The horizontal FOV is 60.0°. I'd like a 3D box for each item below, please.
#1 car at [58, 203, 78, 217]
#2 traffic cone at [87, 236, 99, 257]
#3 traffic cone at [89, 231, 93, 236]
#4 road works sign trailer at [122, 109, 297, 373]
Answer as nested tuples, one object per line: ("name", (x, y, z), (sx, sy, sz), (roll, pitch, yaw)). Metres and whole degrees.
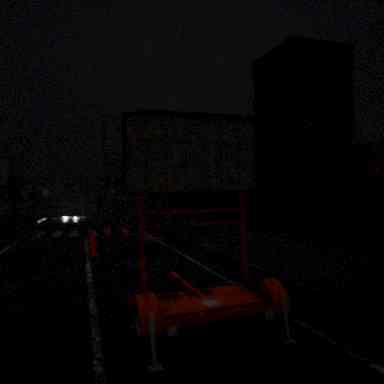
("car", (-16.420, 2.580, 44.676), (1.994, 1.385, 4.181), (-1, -1, -18))
("traffic cone", (-3.607, 2.039, 12.195), (0.340, 0.580, 0.340), (-1, 0, -19))
("traffic cone", (-4.244, 2.074, 14.092), (0.340, 0.580, 0.340), (-1, -1, -19))
("road works sign trailer", (-0.016, 0.438, 5.814), (2.380, 3.560, 2.880), (-1, 0, -19))
